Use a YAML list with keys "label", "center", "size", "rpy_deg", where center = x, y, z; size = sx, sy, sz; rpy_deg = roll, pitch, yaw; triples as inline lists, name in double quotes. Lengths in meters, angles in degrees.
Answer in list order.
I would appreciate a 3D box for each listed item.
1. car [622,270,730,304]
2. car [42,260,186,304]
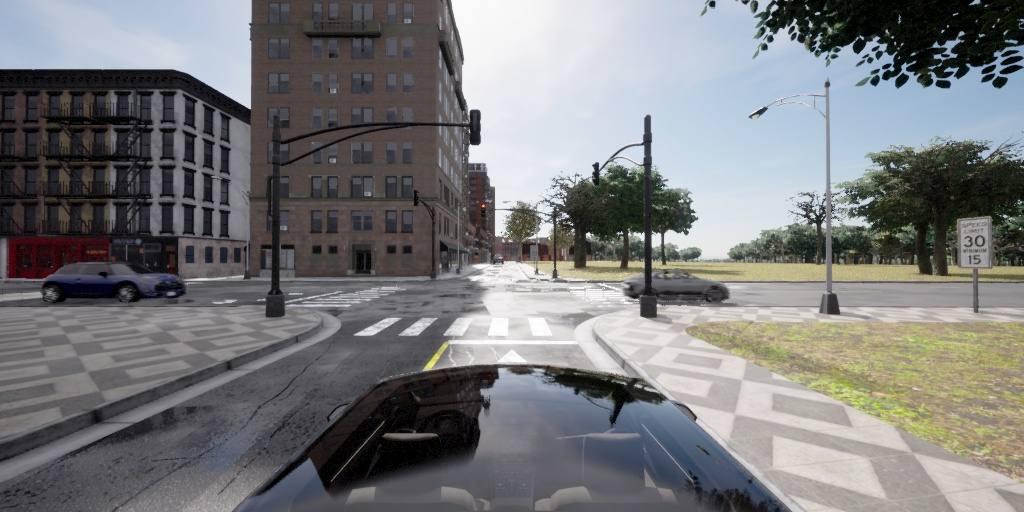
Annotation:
- label: "car"
  center: [6.934, 1.278, 15.452]
  size: [4.181, 1.385, 1.994]
  rpy_deg: [0, -1, 0]
- label: "car"
  center: [-16.920, 1.041, 15.440]
  size: [4.553, 1.767, 2.097]
  rpy_deg: [0, -1, 0]
